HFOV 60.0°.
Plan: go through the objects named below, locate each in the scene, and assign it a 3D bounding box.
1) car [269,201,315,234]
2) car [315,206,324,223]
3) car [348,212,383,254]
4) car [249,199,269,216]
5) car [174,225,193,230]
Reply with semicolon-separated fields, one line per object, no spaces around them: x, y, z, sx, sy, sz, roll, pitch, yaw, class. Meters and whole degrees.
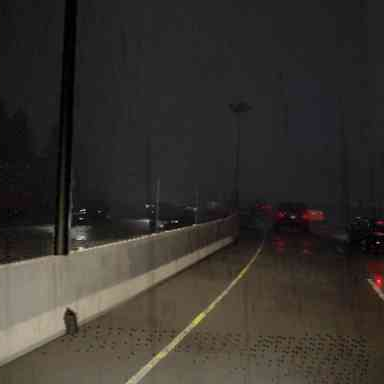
6.867;1.692;23.515;2.150;2.045;5.566;2;0;11;car
11.693;2.091;33.571;2.097;1.767;4.553;2;-1;5;car
8.584;1.950;15.367;2.128;1.511;4.902;2;-1;15;car
8.611;1.927;42.391;2.150;2.045;5.566;2;0;2;car
-1.120;1.637;20.528;2.128;1.511;4.902;2;-1;13;car
